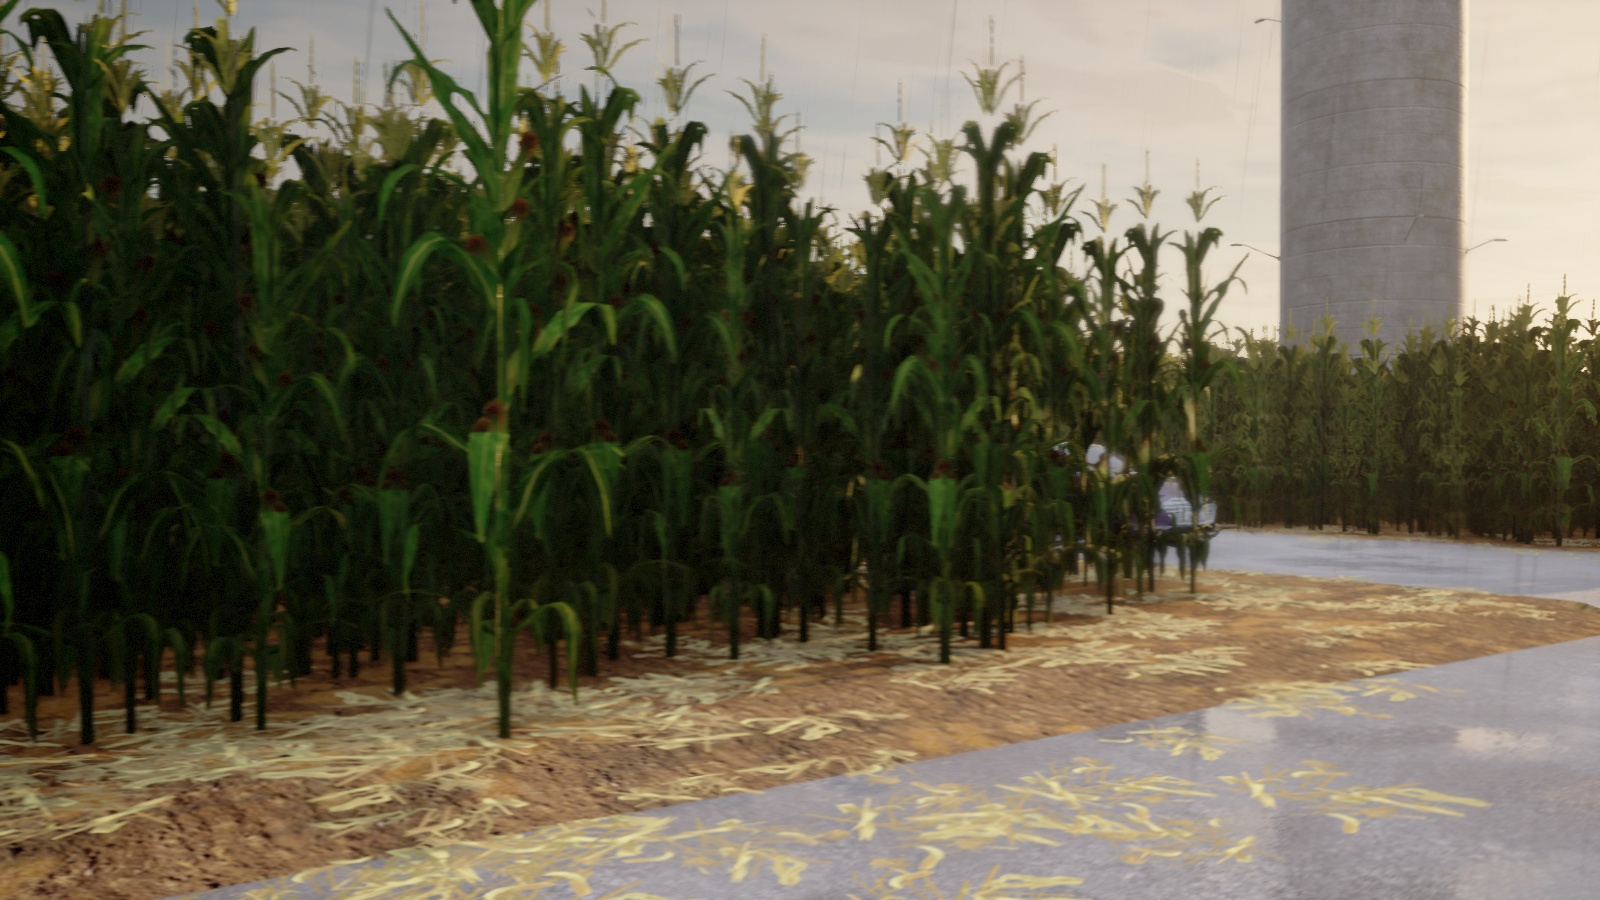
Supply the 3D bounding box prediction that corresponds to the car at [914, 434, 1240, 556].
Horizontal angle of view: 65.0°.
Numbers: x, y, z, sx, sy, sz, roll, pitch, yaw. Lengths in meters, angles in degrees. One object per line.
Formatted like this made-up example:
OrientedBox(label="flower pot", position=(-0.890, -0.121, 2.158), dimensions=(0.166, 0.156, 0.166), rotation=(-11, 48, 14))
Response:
OrientedBox(label="car", position=(4.119, 0.602, 19.507), dimensions=(2.033, 1.649, 4.856), rotation=(0, 0, -35))
